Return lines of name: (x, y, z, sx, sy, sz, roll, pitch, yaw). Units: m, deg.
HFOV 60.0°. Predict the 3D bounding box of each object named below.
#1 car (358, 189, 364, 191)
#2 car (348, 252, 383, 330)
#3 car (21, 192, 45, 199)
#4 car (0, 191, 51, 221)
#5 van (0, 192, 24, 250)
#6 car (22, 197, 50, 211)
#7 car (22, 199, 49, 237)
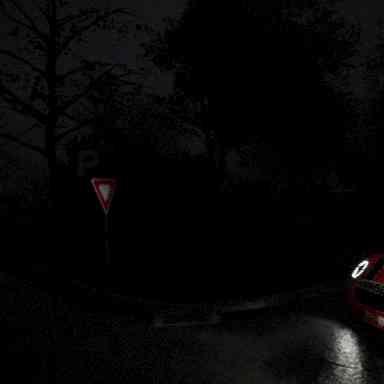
car: (24.496, -0.952, 44.816, 1.882, 1.535, 5.008, -3, 1, -38)
car: (4.932, 1.193, 5.629, 4.553, 1.767, 2.097, -4, 0, -19)
car: (-12.090, 1.101, 20.903, 5.566, 2.045, 2.435, -3, 1, -22)
car: (-14.142, 1.126, 25.965, 5.566, 2.045, 2.435, -3, 1, -22)
van: (-8.014, 1.178, 10.498, 4.442, 1.987, 1.878, -3, 2, -22)
car: (-9.753, 1.348, 15.680, 5.366, 1.575, 1.946, -3, 1, -22)
car: (-8.763, 1.363, 13.210, 5.366, 1.575, 1.946, -3, 2, -22)
